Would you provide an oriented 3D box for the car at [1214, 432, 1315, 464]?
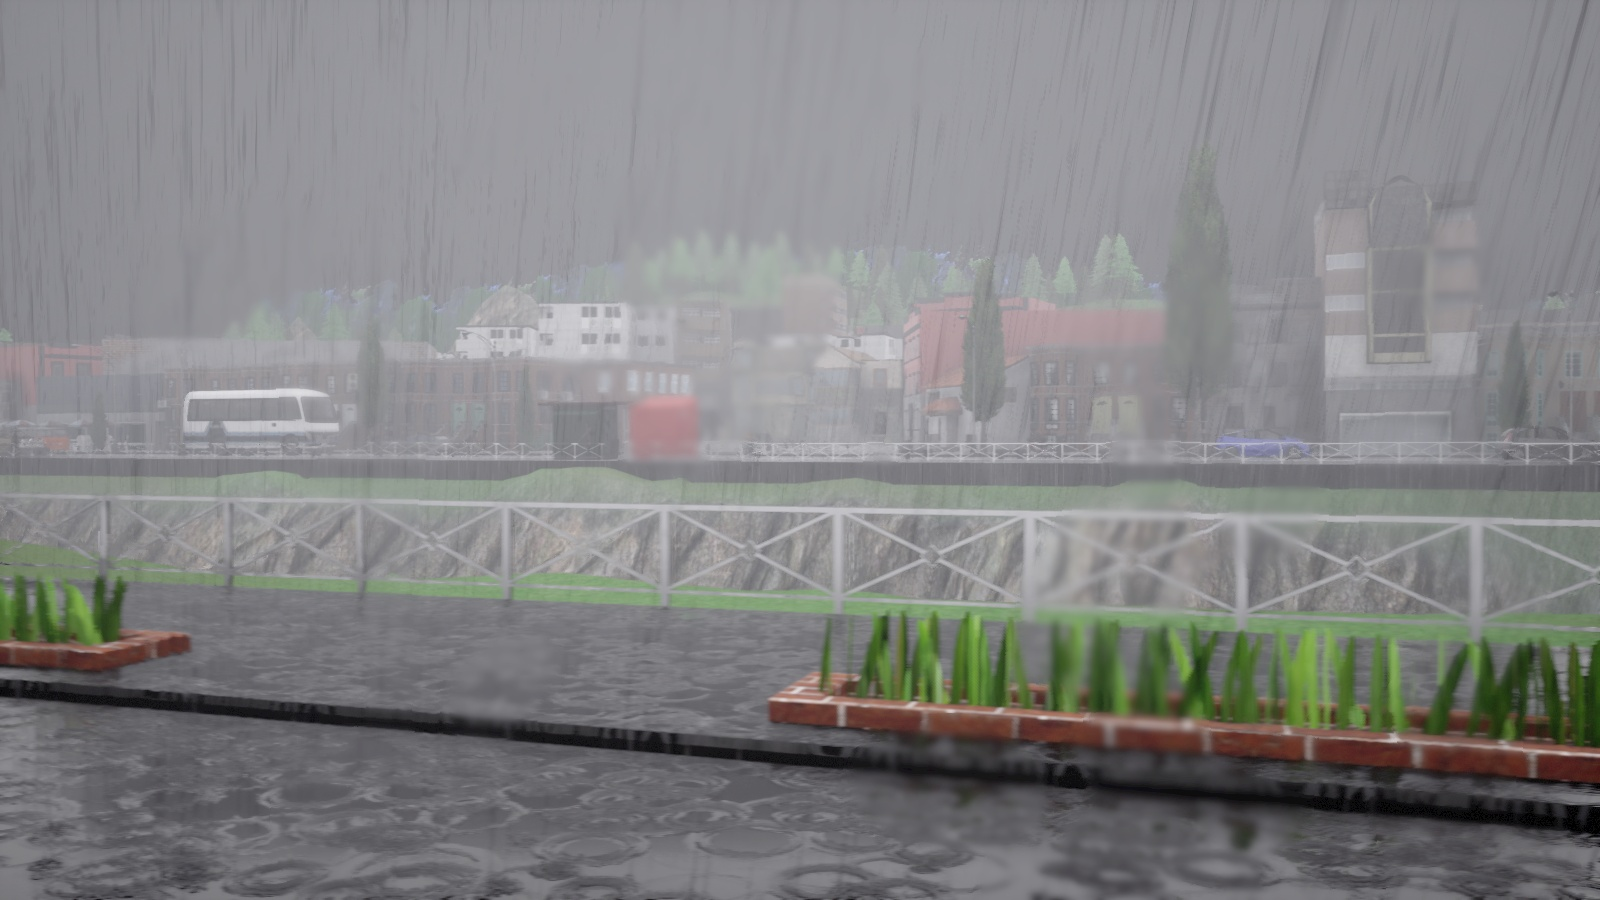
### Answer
[{"bbox_3d":[22.589,-0.122,61.229,4.514,1.525,2.007,1,1,19],"label":"car"}]

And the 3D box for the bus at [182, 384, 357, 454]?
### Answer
[{"bbox_3d":[-33.871,-1.962,80.185,10.273,4.253,3.944,1,1,19],"label":"bus"}]

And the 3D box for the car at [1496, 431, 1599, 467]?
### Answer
[{"bbox_3d":[34.214,-0.065,57.320,3.988,1.617,1.851,1,1,19],"label":"car"}]

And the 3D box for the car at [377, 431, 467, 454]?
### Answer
[{"bbox_3d":[-24.469,-0.519,81.265,5.357,1.411,2.033,1,1,19],"label":"car"}]
